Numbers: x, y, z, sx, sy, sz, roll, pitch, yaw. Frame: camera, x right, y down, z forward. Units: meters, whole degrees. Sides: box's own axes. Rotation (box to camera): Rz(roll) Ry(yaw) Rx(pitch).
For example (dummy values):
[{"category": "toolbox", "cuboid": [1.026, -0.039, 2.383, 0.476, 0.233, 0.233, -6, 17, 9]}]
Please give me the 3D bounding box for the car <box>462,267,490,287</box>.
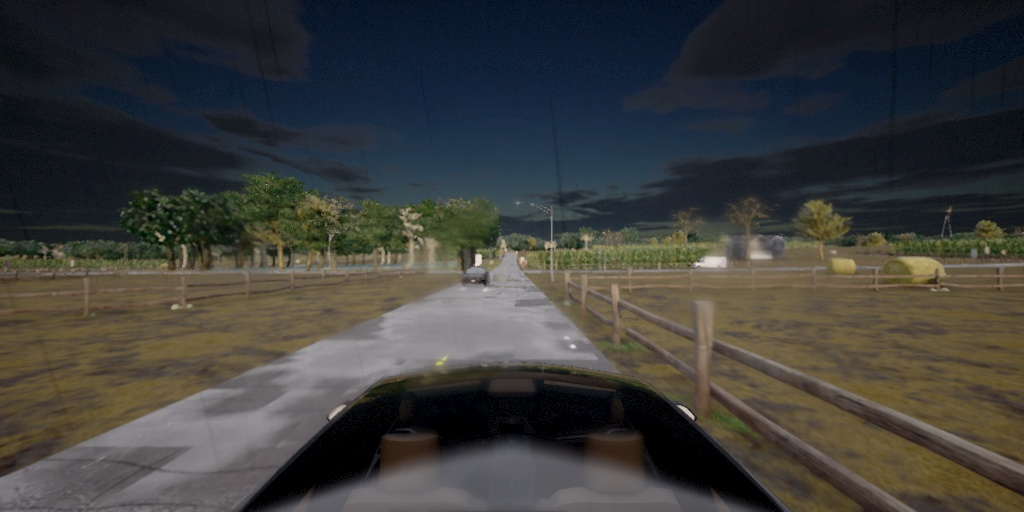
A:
[{"category": "car", "cuboid": [-2.815, 1.590, 28.704, 1.882, 1.535, 5.008, 0, -1, 0]}]
